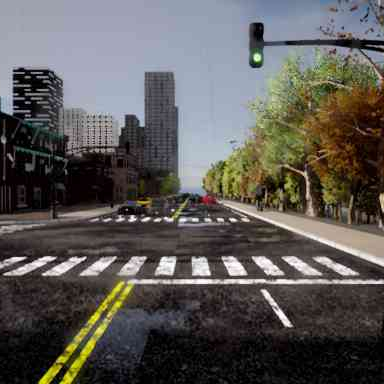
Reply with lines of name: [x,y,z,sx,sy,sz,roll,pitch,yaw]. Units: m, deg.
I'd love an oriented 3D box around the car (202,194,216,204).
car: [3.449,1.324,65.243,2.150,2.045,5.566,0,0,1]

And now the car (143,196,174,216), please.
car: [-3.298,1.407,33.418,2.097,1.767,4.553,0,0,0]

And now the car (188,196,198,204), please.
car: [0.204,1.596,66.142,2.128,1.511,4.902,0,0,0]

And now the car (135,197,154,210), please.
car: [-6.526,1.552,45.793,1.882,1.535,5.008,0,0,0]

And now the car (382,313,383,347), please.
car: [3.355,1.496,2.336,2.128,1.511,4.902,0,0,0]

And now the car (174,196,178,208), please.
car: [-3.277,1.578,45.649,1.837,1.490,4.892,0,0,0]

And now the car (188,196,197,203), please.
car: [0.125,1.596,76.449,1.882,1.535,5.008,0,0,0]

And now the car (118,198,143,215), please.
car: [-6.544,1.622,35.330,1.994,1.385,4.181,0,0,0]

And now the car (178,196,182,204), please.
car: [-3.166,1.612,66.947,1.837,1.490,4.892,0,-1,1]

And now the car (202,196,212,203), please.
car: [3.371,1.670,75.827,1.994,1.385,4.181,0,0,0]

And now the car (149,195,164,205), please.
car: [-6.468,1.448,61.202,2.097,1.767,4.553,0,0,0]
